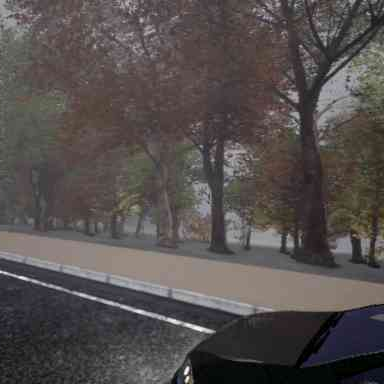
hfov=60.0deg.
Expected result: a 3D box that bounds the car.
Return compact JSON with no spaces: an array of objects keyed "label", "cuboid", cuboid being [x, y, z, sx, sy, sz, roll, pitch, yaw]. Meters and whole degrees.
[{"label":"car","cuboid":[1.828,1.563,2.381,4.181,1.385,1.994,0,0,35]}]
